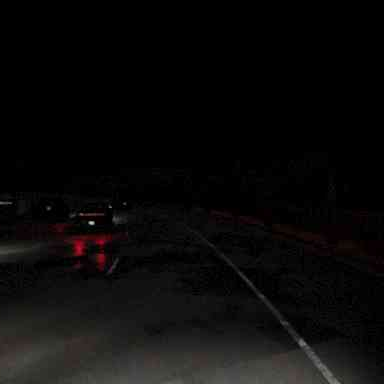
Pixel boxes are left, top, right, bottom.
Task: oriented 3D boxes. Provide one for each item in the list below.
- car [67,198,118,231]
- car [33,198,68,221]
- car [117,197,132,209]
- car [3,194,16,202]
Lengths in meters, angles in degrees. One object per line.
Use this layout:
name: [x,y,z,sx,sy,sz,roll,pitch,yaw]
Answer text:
car: [-5.683,1.375,19.676,2.128,1.511,4.902,0,0,-11]
car: [-10.737,1.207,25.698,2.097,1.767,4.553,0,0,-15]
car: [-8.629,1.316,40.776,1.994,1.385,4.181,0,0,-22]
car: [-34.810,1.184,63.560,1.812,1.442,4.674,0,0,-26]
